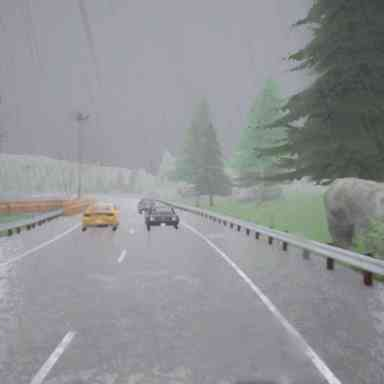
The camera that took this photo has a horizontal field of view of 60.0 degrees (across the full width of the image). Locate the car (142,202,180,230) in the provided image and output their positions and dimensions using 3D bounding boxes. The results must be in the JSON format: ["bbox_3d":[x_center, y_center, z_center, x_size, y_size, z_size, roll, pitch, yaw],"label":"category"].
[{"bbox_3d":[-1.986,1.533,20.853,1.895,1.301,4.718,0,0,-10],"label":"car"}]

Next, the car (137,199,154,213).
[{"bbox_3d":[-4.713,1.438,34.890,2.033,1.411,5.357,0,0,-12],"label":"car"}]

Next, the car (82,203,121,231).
[{"bbox_3d":[-5.476,1.421,20.418,1.882,1.535,5.008,0,0,-10],"label":"car"}]
